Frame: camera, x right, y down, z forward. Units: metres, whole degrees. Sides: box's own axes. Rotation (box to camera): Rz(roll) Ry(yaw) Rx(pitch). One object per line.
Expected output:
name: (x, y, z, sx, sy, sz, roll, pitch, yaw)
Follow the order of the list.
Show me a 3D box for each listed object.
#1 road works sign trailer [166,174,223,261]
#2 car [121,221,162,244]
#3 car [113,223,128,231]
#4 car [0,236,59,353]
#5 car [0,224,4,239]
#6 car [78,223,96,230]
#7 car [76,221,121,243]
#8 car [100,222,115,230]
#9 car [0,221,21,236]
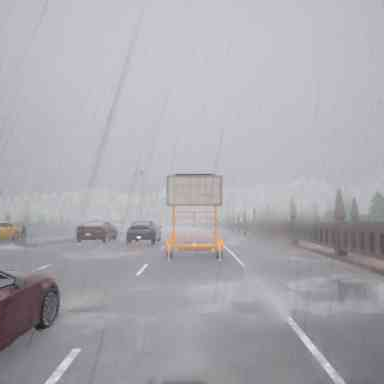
road works sign trailer: (0.110, 1.009, 14.548, 2.380, 3.560, 2.880, 0, -4, 0)
car: (-3.234, 2.746, 22.786, 1.837, 1.490, 4.892, 0, -5, 0)
car: (-13.713, 6.681, 63.939, 1.994, 1.385, 4.181, 0, -5, 0)
car: (-3.358, 1.594, 4.224, 1.812, 1.442, 4.674, 0, -1, 0)
car: (-17.409, 3.207, 26.623, 1.895, 1.301, 4.718, 0, -5, 0)
car: (-20.693, 6.834, 65.797, 2.033, 1.411, 5.357, 0, -5, -1)
car: (-6.727, 2.842, 24.068, 1.882, 1.535, 5.008, 0, -5, 0)
car: (-17.303, 6.982, 68.048, 1.882, 1.535, 5.008, 0, -5, -1)
car: (-13.932, 2.760, 23.194, 1.882, 1.535, 5.008, 0, -5, 0)
